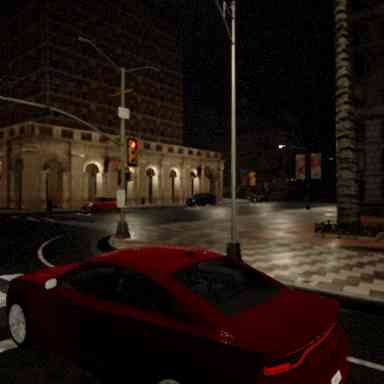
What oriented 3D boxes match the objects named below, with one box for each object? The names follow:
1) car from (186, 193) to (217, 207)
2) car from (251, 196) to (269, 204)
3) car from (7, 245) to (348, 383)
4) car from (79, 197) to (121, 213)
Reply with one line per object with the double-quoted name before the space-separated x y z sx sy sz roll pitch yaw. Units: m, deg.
"car" 1.464 1.159 49.052 2.150 2.045 5.566 0 0 39
"car" 13.036 1.433 63.543 2.128 1.511 4.902 0 0 38
"car" -0.668 1.471 4.475 5.008 1.535 1.882 0 0 39
"car" -9.598 1.289 35.307 2.097 1.767 4.553 0 0 40
